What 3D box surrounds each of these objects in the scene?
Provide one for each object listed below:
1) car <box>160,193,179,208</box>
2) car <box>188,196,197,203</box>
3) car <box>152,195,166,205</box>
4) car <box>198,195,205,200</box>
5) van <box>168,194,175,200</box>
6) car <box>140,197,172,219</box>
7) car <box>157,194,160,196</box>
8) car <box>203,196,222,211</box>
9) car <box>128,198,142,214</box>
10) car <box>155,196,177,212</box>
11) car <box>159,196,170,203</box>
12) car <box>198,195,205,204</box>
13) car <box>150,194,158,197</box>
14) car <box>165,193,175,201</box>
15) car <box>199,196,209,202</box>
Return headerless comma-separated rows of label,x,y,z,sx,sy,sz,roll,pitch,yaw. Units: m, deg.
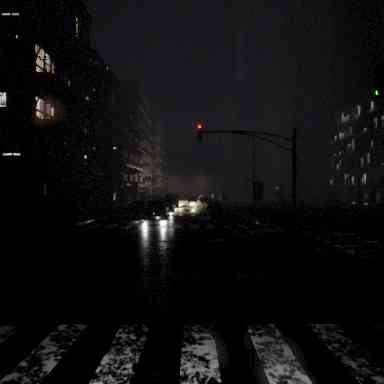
car,-3.068,1.218,49.409,2.150,2.045,5.566,0,0,0
car,0.134,1.549,69.761,2.033,1.411,5.357,0,0,0
car,-5.676,1.439,57.935,1.967,1.590,4.097,-1,0,0
car,2.688,1.535,92.053,1.752,1.417,4.829,-1,0,0
van,-5.662,1.350,91.828,1.690,1.788,3.998,-1,0,0
car,-3.086,1.501,29.308,1.837,1.490,4.892,0,0,0
car,-5.681,1.312,52.287,2.192,1.841,5.009,-1,0,0
car,2.664,1.540,41.042,1.887,1.381,4.507,-1,0,0
car,-5.685,1.540,35.339,1.887,1.381,4.507,-1,0,0
car,-3.078,1.521,39.062,1.812,1.442,4.674,0,0,0
car,-5.669,1.584,69.233,1.802,1.307,4.206,-1,0,0
car,2.675,1.551,63.637,2.008,1.369,4.403,-1,0,0
car,-5.684,1.436,40.988,1.967,1.590,4.097,-1,0,0
car,-5.665,1.322,86.180,2.192,1.841,5.009,-1,0,0
car,2.680,1.548,74.936,1.887,1.381,4.507,-1,0,0
